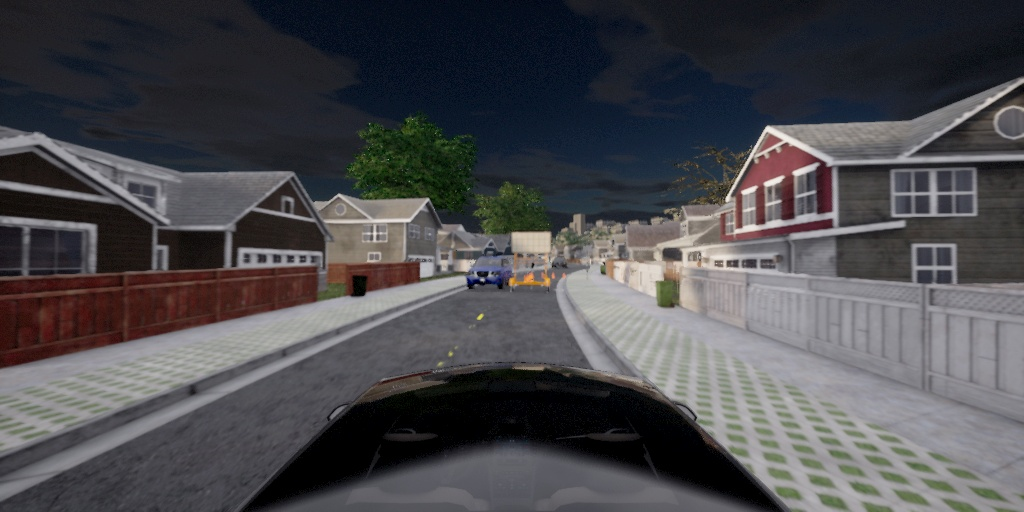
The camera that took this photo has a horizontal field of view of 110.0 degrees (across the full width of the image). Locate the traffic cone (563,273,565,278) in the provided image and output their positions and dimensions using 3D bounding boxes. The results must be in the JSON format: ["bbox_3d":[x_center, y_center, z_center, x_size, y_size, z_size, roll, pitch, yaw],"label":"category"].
[{"bbox_3d":[4.896,1.803,33.850,0.340,0.580,0.340,0,0,9],"label":"traffic cone"}]

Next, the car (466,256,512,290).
[{"bbox_3d":[-1.340,1.021,23.234,2.150,2.045,5.566,0,0,8],"label":"car"}]

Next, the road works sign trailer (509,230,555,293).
[{"bbox_3d":[1.140,0.262,21.271,2.380,3.560,2.880,0,0,9],"label":"road works sign trailer"}]

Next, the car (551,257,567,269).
[{"bbox_3d":[8.339,1.222,62.850,2.150,2.045,5.566,0,0,17],"label":"car"}]
